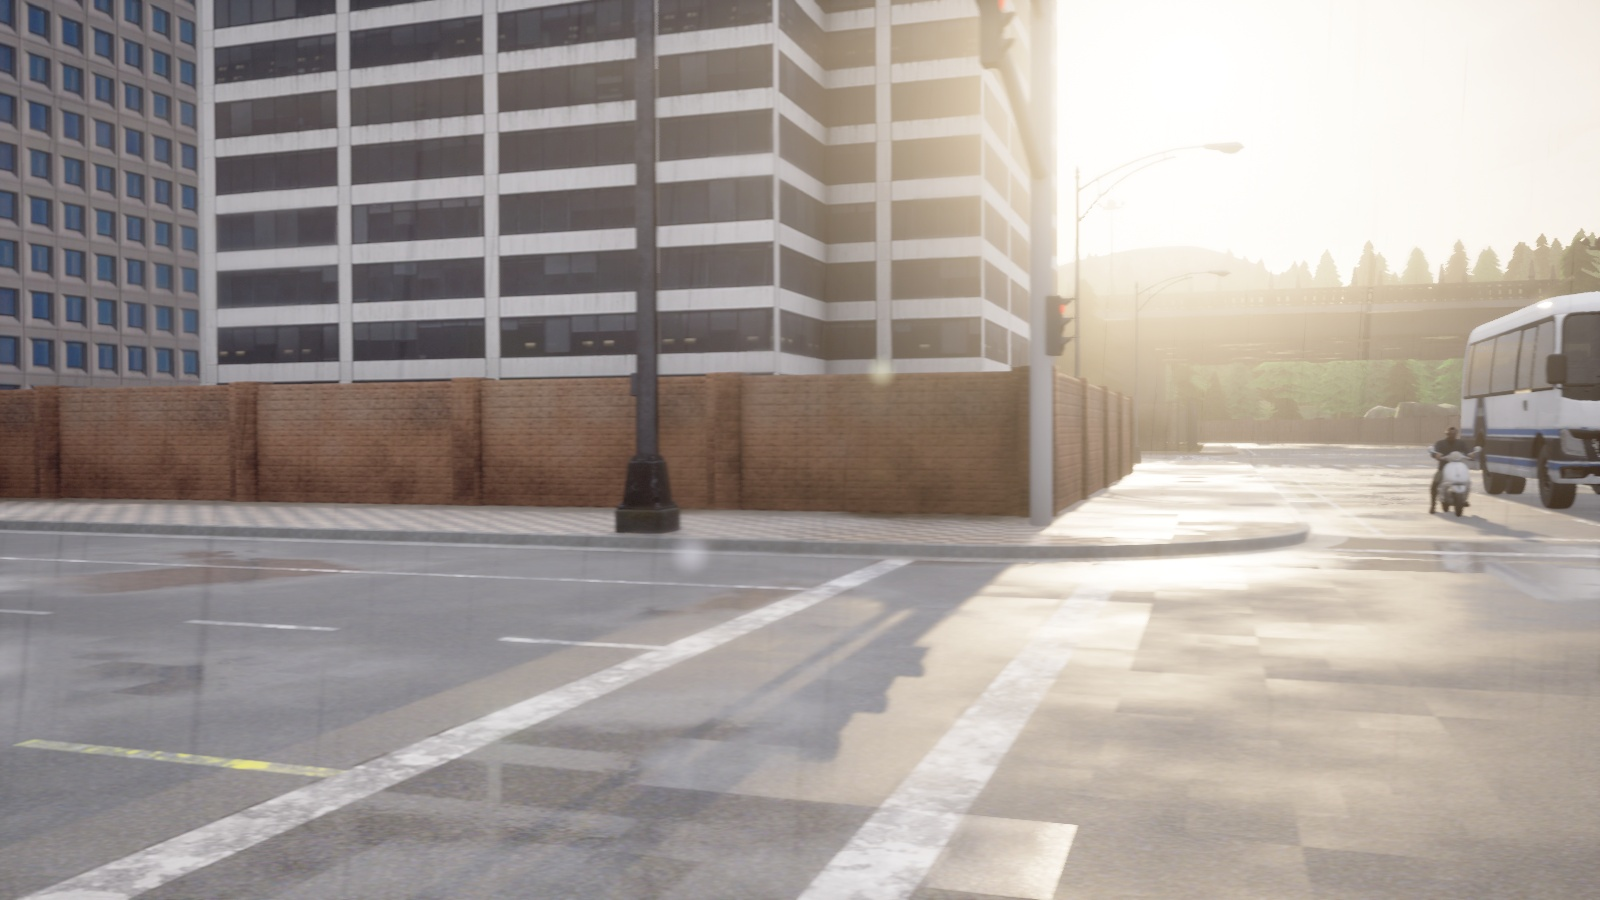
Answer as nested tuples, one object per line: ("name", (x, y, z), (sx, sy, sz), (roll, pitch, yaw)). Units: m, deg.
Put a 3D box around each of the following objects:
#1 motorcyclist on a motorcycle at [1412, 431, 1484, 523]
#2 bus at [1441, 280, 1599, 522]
("motorcyclist on a motorcycle", (11.700, 0.460, 22.717), (0.866, 1.590, 1.817), (1, 1, 18))
("bus", (16.690, -0.915, 26.623), (3.944, 4.253, 10.273), (1, 1, 18))
